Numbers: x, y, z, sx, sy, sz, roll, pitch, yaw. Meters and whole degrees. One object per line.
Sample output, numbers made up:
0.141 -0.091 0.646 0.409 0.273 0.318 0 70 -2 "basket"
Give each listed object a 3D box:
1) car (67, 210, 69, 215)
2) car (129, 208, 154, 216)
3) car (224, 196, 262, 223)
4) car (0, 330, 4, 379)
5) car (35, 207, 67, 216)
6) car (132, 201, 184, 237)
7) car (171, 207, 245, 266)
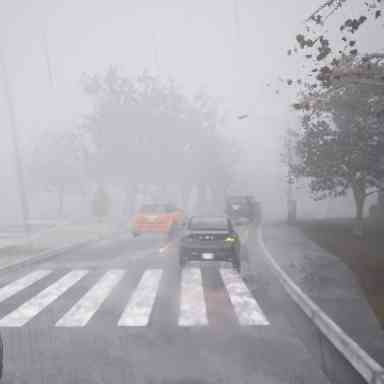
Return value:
-25.700 3.640 62.810 2.097 1.767 4.553 -2 -4 34 "car"
-10.488 4.196 69.347 4.902 1.511 2.128 1 -3 -13 "car"
4.077 1.361 26.222 2.150 2.045 5.566 -1 -3 20 "car"
-3.124 1.349 1.812 2.097 1.767 4.553 0 0 0 "car"
-24.730 3.454 57.563 1.882 1.535 5.008 -2 -4 25 "car"
-1.553 1.341 17.955 2.097 1.767 4.553 -1 0 10 "car"
0.651 1.478 11.428 1.837 1.490 4.892 -1 0 5 "car"
